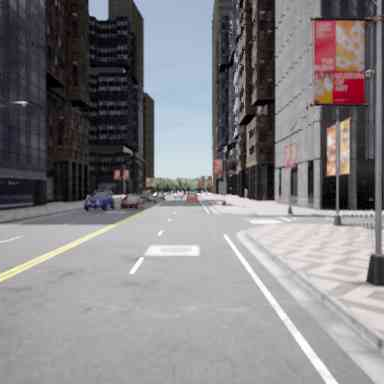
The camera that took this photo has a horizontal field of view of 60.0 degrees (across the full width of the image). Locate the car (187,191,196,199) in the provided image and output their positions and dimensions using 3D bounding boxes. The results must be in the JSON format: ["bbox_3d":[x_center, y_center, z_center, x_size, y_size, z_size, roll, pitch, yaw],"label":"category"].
[{"bbox_3d":[-0.044,0.640,80.843,2.097,1.767,4.553,0,1,0],"label":"car"}]

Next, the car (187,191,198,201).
[{"bbox_3d":[0.067,0.816,62.259,2.097,1.767,4.553,0,1,0],"label":"car"}]

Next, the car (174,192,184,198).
[{"bbox_3d":[-3.294,0.879,80.903,1.895,1.301,4.718,0,1,0],"label":"car"}]

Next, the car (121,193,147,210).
[{"bbox_3d":[-6.615,1.180,36.997,1.882,1.535,5.008,0,0,0],"label":"car"}]

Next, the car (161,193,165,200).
[{"bbox_3d":[-6.537,0.924,68.388,1.812,1.442,4.674,0,1,0],"label":"car"}]

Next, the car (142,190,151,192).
[{"bbox_3d":[-9.788,0.601,70.102,2.150,2.045,5.566,0,1,0],"label":"car"}]

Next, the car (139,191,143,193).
[{"bbox_3d":[-9.833,1.014,54.598,1.882,1.535,5.008,0,0,0],"label":"car"}]

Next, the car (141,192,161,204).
[{"bbox_3d":[-6.596,1.115,52.963,1.994,1.385,4.181,0,1,0],"label":"car"}]

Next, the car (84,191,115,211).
[{"bbox_3d":[-9.867,0.934,35.900,2.150,2.045,5.566,0,1,0],"label":"car"}]
